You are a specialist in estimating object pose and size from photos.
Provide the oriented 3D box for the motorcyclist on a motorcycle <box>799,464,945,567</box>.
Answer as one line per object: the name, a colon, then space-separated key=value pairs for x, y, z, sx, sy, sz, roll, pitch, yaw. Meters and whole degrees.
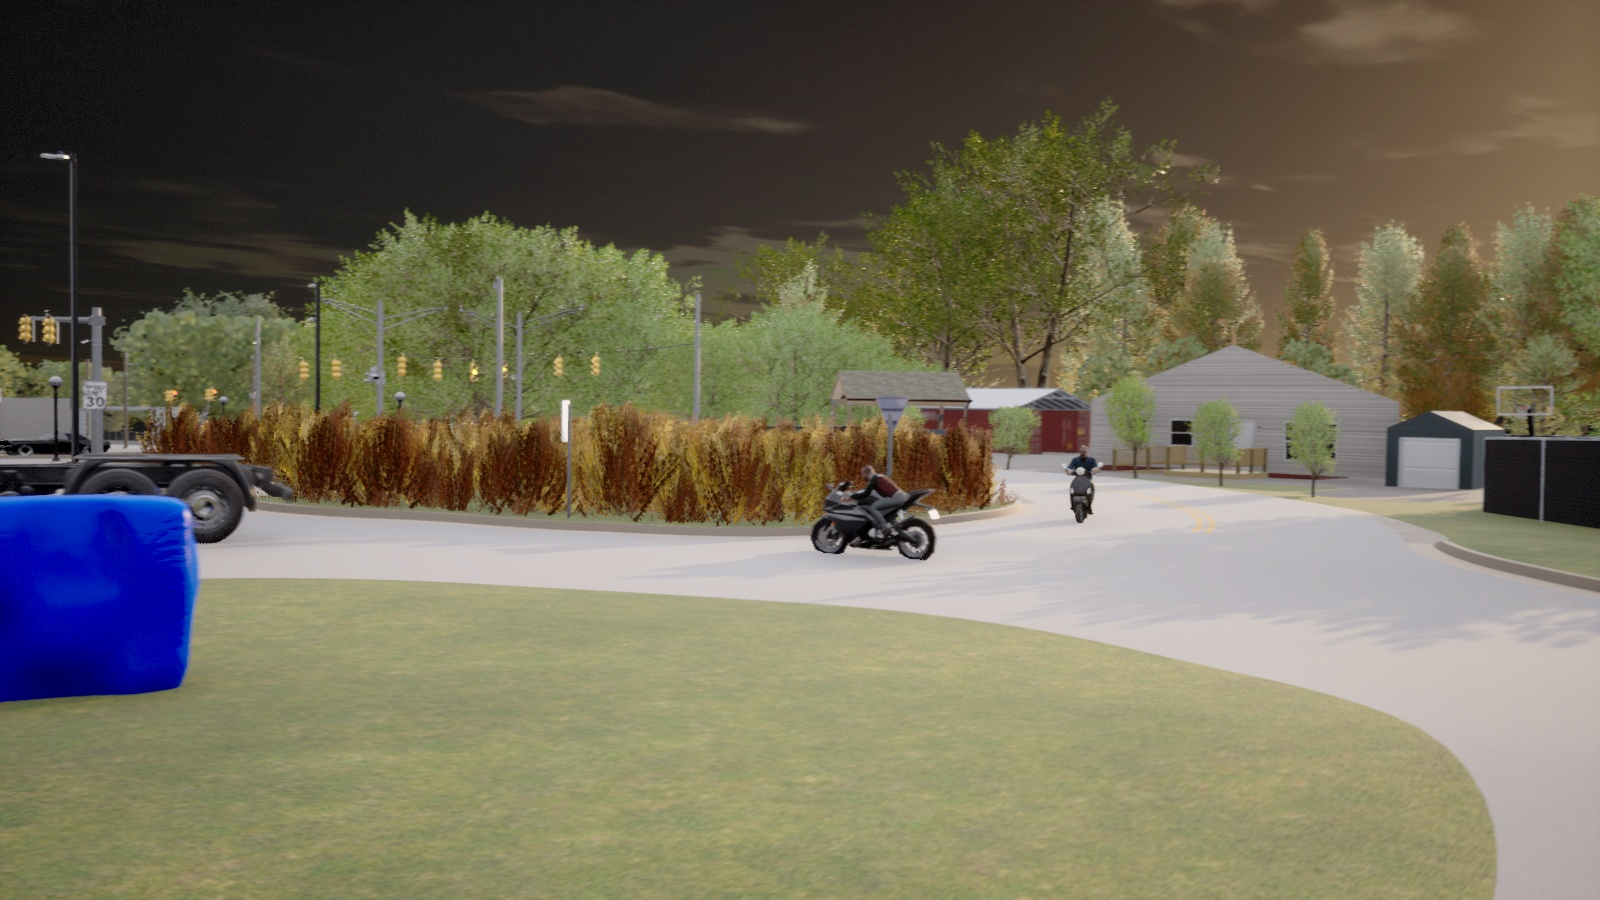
motorcyclist on a motorcycle: x=1.160 y=1.023 z=20.395 sx=2.191 sy=1.530 sz=0.866 roll=1 pitch=2 yaw=29

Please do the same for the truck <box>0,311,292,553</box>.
truck: x=-12.178 y=-0.278 z=19.256 sx=7.936 sy=3.462 sz=2.891 roll=0 pitch=1 yaw=-26

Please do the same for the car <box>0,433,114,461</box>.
car: x=-37.325 y=-0.122 z=62.969 sx=1.895 sy=1.301 sz=4.718 roll=2 pitch=1 yaw=40

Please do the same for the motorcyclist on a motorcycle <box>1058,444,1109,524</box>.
motorcyclist on a motorcycle: x=5.932 y=0.679 z=26.197 sx=0.866 sy=1.590 sz=1.817 roll=0 pitch=1 yaw=18
